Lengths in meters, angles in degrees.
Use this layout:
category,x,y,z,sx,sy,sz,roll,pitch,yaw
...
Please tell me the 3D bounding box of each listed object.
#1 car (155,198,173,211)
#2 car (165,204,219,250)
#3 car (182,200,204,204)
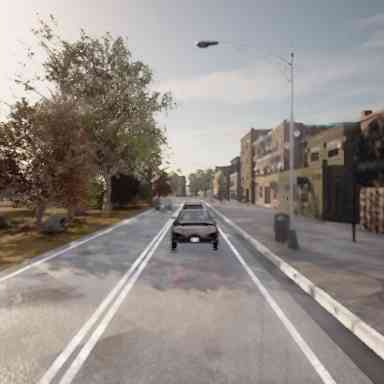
category,x,y,z,sx,sy,sz,roll,pitch,yaw
car,-3.327,1.467,39.889,2.128,1.511,4.902,0,0,0
car,0.105,1.486,14.324,2.128,1.511,4.902,0,0,0
car,0.111,1.460,31.893,1.882,1.535,5.008,0,0,0
